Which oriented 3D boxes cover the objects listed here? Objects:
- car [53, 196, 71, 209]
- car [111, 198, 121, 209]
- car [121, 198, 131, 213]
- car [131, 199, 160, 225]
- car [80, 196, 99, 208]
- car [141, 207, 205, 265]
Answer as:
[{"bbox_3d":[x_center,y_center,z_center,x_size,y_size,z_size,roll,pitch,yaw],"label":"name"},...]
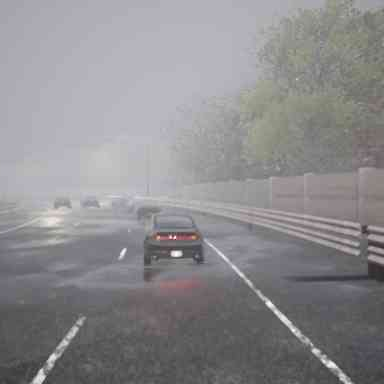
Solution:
[{"bbox_3d":[-17.929,1.339,45.835,2.097,1.767,4.553,0,0,-26],"label":"car"},{"bbox_3d":[-9.635,1.506,44.710,2.033,1.411,5.357,0,0,-24],"label":"car"},{"bbox_3d":[-6.138,1.486,35.881,1.812,1.442,4.674,0,0,-20],"label":"car"},{"bbox_3d":[-3.598,1.444,26.720,1.882,1.535,5.008,0,0,-14],"label":"car"},{"bbox_3d":[-14.346,1.324,46.450,2.097,1.767,4.553,0,0,-25],"label":"car"},{"bbox_3d":[-0.739,1.476,11.637,1.837,1.490,4.892,1,0,-7],"label":"car"}]
